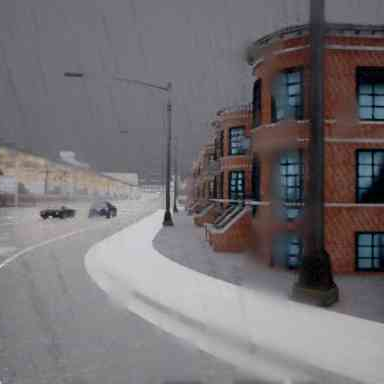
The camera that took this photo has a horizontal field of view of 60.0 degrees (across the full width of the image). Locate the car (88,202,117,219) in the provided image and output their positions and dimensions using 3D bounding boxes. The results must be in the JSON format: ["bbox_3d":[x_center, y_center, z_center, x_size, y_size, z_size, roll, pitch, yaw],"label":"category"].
[{"bbox_3d":[-9.224,1.802,34.707,2.097,1.767,4.553,1,-1,-2],"label":"car"}]

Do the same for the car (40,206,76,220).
[{"bbox_3d":[-12.662,1.967,31.816,1.895,1.301,4.718,1,-1,-1],"label":"car"}]
